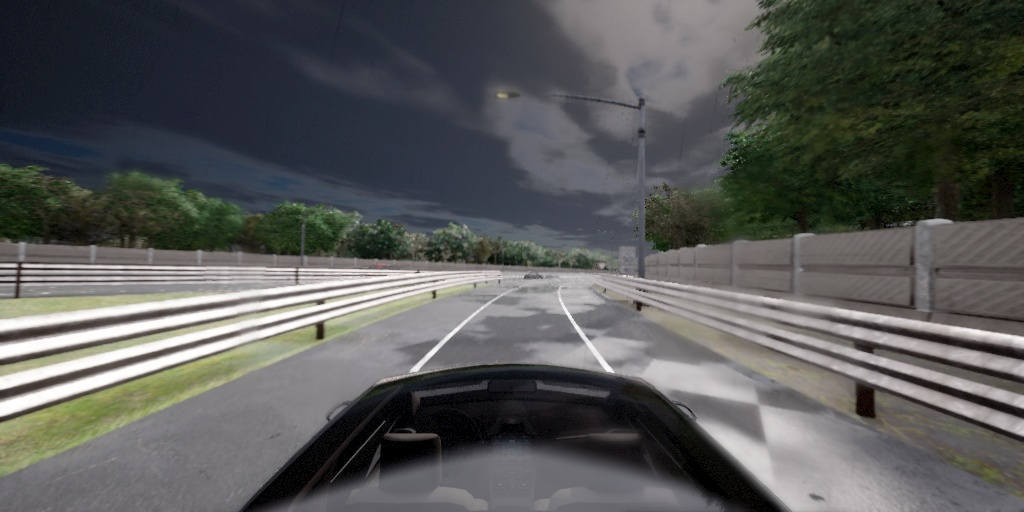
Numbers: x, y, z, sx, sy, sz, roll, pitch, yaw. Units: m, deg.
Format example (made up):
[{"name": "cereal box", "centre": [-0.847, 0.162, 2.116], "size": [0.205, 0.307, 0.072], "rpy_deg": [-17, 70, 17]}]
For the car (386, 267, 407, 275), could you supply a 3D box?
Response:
[{"name": "car", "centre": [-11.970, 2.321, 41.826], "size": [1.994, 1.385, 4.181], "rpy_deg": [-1, -3, 31]}]

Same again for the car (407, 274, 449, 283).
[{"name": "car", "centre": [-8.983, 2.247, 40.002], "size": [1.812, 1.442, 4.674], "rpy_deg": [-1, -3, 31]}]

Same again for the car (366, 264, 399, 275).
[{"name": "car", "centre": [-14.942, 2.009, 43.682], "size": [2.150, 2.045, 5.566], "rpy_deg": [-1, -3, 31]}]
